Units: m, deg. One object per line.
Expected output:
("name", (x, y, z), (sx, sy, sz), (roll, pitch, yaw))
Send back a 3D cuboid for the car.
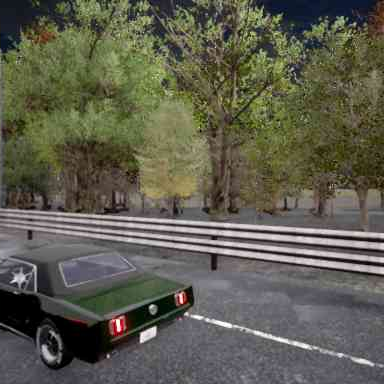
("car", (-2.375, 1.595, 5.704), (4.718, 1.301, 1.895), (0, 0, 36))
